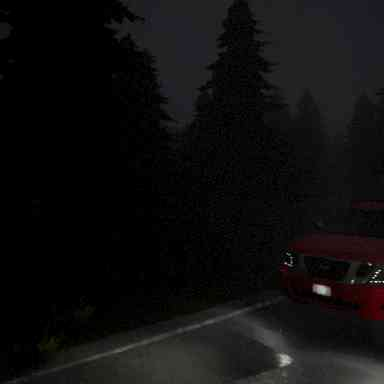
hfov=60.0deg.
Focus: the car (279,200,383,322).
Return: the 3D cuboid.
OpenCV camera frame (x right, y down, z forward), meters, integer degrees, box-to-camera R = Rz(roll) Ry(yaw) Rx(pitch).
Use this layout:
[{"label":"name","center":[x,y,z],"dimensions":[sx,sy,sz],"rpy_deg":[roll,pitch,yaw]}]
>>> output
[{"label":"car","center":[4.197,1.223,7.158],"dimensions":[5.566,2.045,2.150],"rpy_deg":[0,0,-40]}]
